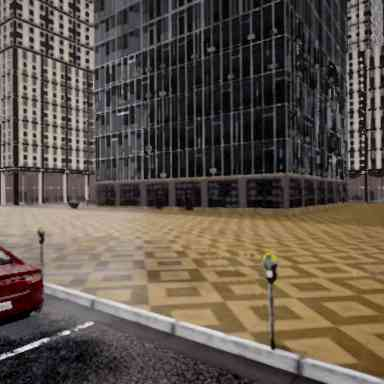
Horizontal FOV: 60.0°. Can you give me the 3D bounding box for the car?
[{"bbox_3d":[-4.563,1.538,6.172,4.507,1.381,1.887,0,-1,36],"label":"car"}]
